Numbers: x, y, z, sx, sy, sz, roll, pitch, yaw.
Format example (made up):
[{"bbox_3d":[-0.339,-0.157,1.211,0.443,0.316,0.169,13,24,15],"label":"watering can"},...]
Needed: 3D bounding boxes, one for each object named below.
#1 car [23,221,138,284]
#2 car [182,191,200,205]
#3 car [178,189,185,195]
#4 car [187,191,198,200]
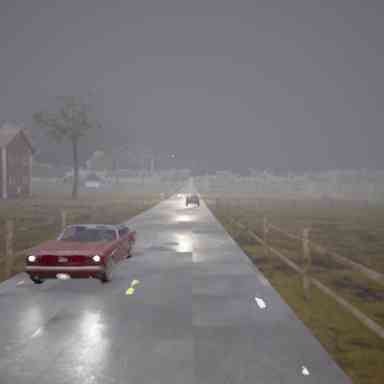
[{"bbox_3d":[-2.853,1.552,9.573,1.895,1.301,4.718,0,0,0],"label":"car"},{"bbox_3d":[0.077,0.992,45.521,2.128,1.511,4.902,0,1,0],"label":"car"},{"bbox_3d":[-2.796,-0.093,89.005,2.128,1.511,4.902,0,2,0],"label":"car"},{"bbox_3d":[0.061,0.646,63.546,2.128,1.511,4.902,0,1,0],"label":"car"}]
